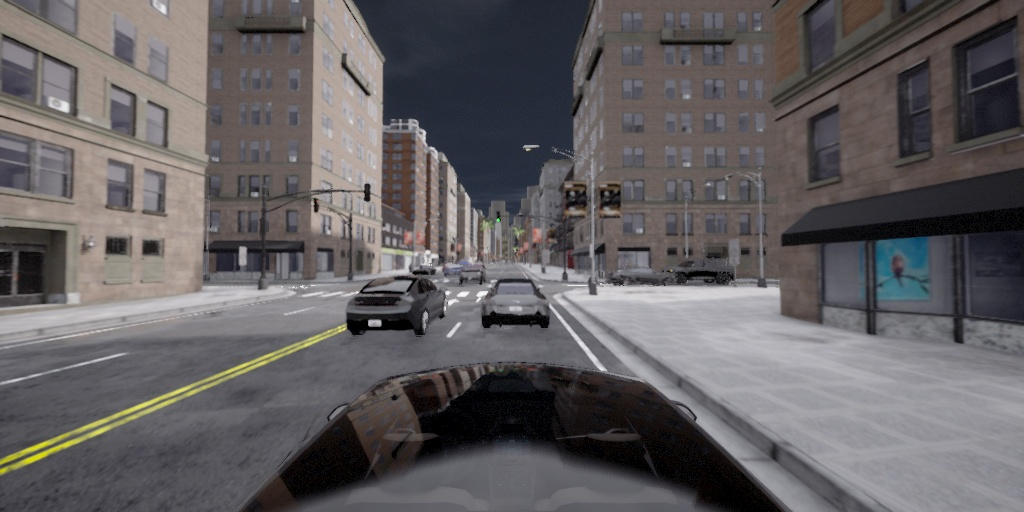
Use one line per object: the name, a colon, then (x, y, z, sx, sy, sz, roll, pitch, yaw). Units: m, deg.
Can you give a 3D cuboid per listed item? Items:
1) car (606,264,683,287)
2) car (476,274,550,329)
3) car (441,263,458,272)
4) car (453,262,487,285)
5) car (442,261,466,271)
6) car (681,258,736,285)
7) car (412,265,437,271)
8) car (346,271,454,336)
car: (8.934, 1.452, 24.925, 4.674, 1.442, 1.812, 0, -2, -4)
car: (0.102, 1.404, 11.626, 1.994, 1.385, 4.181, 0, -1, 0)
car: (-9.795, 1.775, 56.784, 1.812, 1.442, 4.674, 0, -1, 0)
car: (-3.141, 1.511, 29.324, 2.128, 1.511, 4.902, 0, -1, 0)
car: (-6.587, 1.631, 41.169, 1.812, 1.442, 4.674, 0, 0, 0)
car: (14.446, 1.225, 28.119, 5.566, 2.045, 2.150, 0, -1, 0)
car: (-9.837, 1.700, 40.481, 1.895, 1.301, 4.718, 0, -1, 0)
car: (-3.148, 1.335, 10.648, 1.837, 1.490, 4.892, 0, -1, 0)
